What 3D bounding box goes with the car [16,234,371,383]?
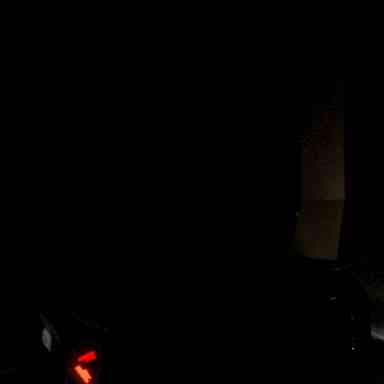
[{"bbox_3d":[0.374,1.342,4.305,4.553,1.767,2.097,0,0,-37],"label":"car"}]
